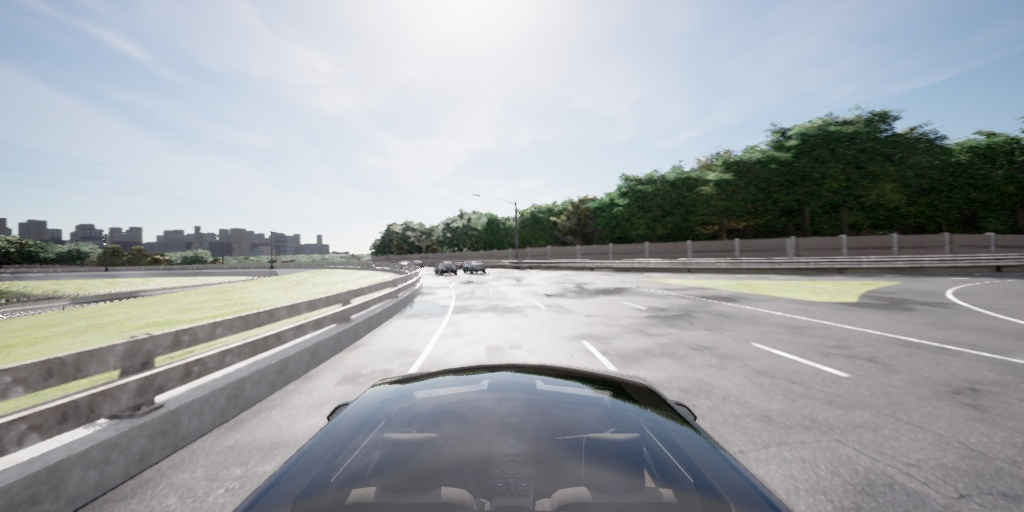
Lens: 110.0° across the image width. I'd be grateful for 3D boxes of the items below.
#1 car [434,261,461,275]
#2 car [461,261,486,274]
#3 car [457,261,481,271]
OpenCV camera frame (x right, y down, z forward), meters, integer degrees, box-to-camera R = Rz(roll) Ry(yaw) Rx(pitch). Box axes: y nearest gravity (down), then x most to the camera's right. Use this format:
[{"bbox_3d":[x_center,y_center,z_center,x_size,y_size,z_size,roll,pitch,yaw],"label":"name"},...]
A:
[{"bbox_3d":[-7.632,1.519,41.068,1.895,1.301,4.718,-1,0,-23],"label":"car"},{"bbox_3d":[-4.557,1.346,42.744,2.128,1.511,4.902,-1,0,-23],"label":"car"},{"bbox_3d":[-6.661,1.501,55.329,1.895,1.301,4.718,-1,0,-30],"label":"car"}]
